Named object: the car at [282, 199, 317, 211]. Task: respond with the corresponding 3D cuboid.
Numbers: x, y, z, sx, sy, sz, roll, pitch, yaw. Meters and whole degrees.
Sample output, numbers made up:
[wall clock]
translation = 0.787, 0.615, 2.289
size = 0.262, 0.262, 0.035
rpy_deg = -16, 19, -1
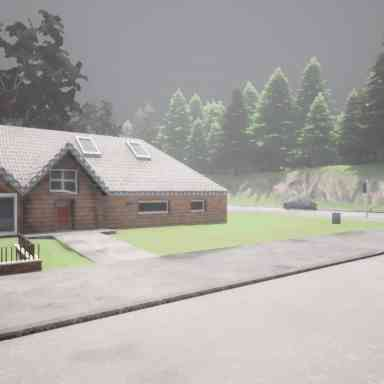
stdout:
[car]
translation = 13.401, 1.567, 41.507
size = 1.994, 1.385, 4.181
rpy_deg = 0, 0, -35
